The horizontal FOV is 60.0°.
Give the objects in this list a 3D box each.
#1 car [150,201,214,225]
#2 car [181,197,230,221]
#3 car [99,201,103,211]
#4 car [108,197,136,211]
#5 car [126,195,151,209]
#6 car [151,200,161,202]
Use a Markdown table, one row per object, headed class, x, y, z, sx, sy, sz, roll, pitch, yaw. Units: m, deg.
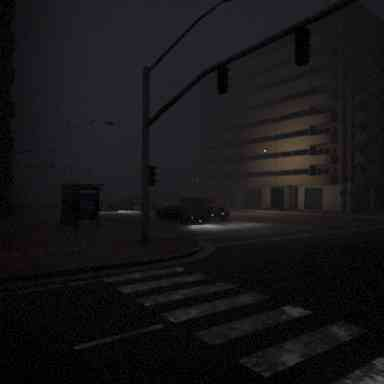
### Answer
| class | x | y | z | sx | sy | sz | roll | pitch | yaw |
| --- | --- | --- | --- | --- | --- | --- | --- | --- | --- |
| car | -0.949 | 1.749 | 26.524 | 2.033 | 1.411 | 5.357 | 1 | 0 | -36 |
| car | 0.947 | 1.459 | 29.862 | 2.150 | 2.045 | 5.566 | 1 | -1 | -36 |
| car | -13.702 | 1.420 | 44.055 | 2.150 | 2.045 | 5.566 | 1 | -1 | -36 |
| car | -9.627 | 1.801 | 44.377 | 1.994 | 1.385 | 4.181 | 1 | -1 | -36 |
| car | -8.775 | 1.495 | 49.190 | 2.150 | 2.045 | 5.566 | 1 | 0 | -36 |
| car | -5.695 | 1.907 | 50.895 | 1.895 | 1.301 | 4.718 | 1 | 0 | -36 |
